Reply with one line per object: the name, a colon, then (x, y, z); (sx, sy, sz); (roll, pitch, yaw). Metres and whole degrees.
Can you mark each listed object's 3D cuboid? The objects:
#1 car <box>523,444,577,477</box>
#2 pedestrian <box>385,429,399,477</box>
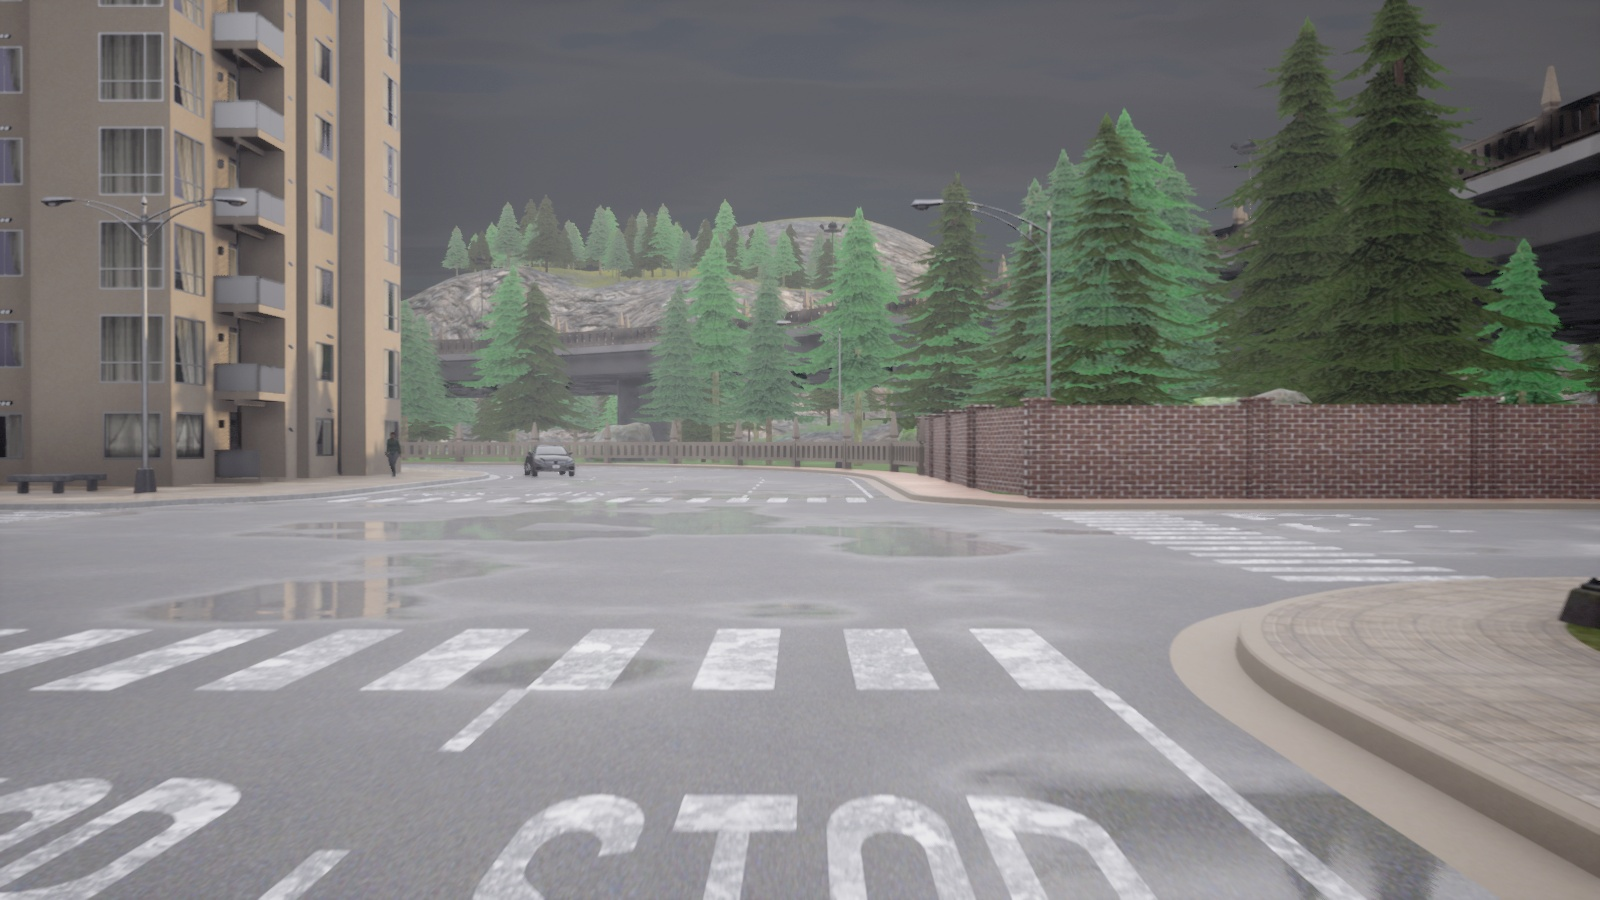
car: (-11.299, 0.445, 56.457); (1.812, 1.442, 4.674); (0, 0, -18)
pedestrian: (-15.897, 0.112, 48.983); (0.353, 1.847, 0.614); (0, 0, -1)
